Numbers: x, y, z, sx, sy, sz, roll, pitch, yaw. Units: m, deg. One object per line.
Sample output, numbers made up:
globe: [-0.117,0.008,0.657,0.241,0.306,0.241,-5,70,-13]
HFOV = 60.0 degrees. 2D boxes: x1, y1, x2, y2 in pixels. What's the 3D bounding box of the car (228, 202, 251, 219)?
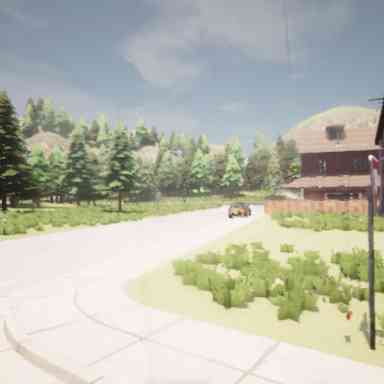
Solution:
car: [4.696,1.762,32.923,1.816,1.474,4.193,-7,-2,17]
